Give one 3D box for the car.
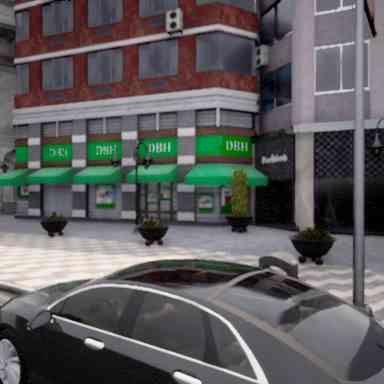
[{"bbox_3d":[-0.288,1.497,3.506,4.892,1.490,1.837,0,0,36],"label":"car"}]
